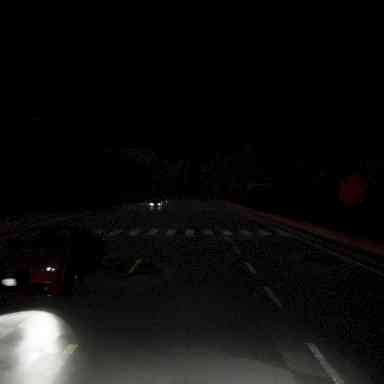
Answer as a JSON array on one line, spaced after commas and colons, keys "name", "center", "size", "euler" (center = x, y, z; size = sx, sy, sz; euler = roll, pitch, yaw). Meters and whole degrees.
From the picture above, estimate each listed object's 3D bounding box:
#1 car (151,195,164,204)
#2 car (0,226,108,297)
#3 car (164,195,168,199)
[{"name": "car", "center": [-7.237, 1.630, 67.788], "size": [1.837, 1.490, 4.892], "euler": [0, 0, -1]}, {"name": "car", "center": [-3.569, 1.580, 8.513], "size": [1.994, 1.385, 4.181], "euler": [0, 0, 0]}, {"name": "car", "center": [-7.692, 1.593, 94.016], "size": [1.812, 1.442, 4.674], "euler": [0, 0, -1]}]
